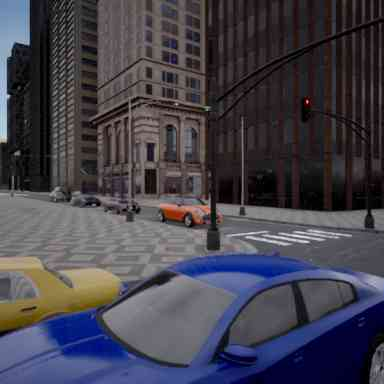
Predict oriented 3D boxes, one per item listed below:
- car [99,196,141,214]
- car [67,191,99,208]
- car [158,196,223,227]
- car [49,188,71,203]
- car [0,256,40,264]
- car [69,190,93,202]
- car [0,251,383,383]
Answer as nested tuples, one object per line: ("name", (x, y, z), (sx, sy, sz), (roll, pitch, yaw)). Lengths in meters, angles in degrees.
("car", (-5.976, 1.068, 28.179), (1.994, 1.385, 4.181), (0, 1, -35))
("car", (-11.432, 0.873, 35.797), (2.033, 1.411, 5.357), (0, 1, -36))
("car", (-0.200, 1.049, 20.116), (2.097, 1.767, 4.553), (0, 1, -36))
("car", (-17.786, 0.626, 44.732), (1.837, 1.490, 4.892), (0, 1, -35))
("car", (-3.233, 1.525, 4.343), (4.829, 1.417, 1.752), (0, 0, -36))
("car", (-15.960, 0.574, 47.512), (1.882, 1.535, 5.008), (0, 1, -36))
("car", (0.335, 1.478, 3.495), (5.008, 1.535, 1.882), (0, 0, -36))
